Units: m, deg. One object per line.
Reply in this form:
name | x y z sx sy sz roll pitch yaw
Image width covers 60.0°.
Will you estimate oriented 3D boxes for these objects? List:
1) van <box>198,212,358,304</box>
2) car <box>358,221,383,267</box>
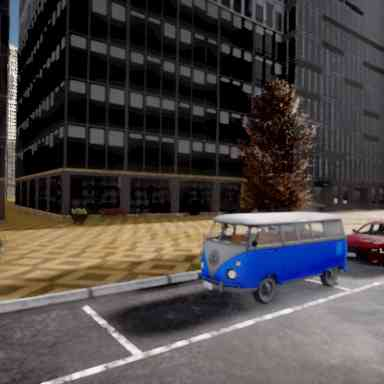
van | 2.043 1.399 8.004 3.998 1.788 1.690 1 0 -35
car | 6.638 1.655 11.284 4.507 1.381 1.887 1 0 -35
